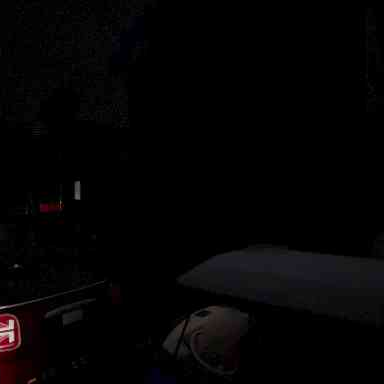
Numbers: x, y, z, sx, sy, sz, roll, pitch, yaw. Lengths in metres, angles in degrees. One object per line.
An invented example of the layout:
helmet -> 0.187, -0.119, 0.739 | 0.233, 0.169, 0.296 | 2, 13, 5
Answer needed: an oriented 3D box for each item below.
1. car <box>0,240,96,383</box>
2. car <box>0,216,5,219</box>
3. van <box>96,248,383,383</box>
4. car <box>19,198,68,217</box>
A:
car -> -2.935, 1.441, 4.908 | 4.097, 1.590, 1.967 | 0, 0, 35
car -> -15.986, 1.326, 23.781 | 2.097, 1.767, 4.553 | -1, 0, 35
van -> 1.494, 1.341, 1.753 | 3.998, 1.788, 1.690 | 0, 0, 35
car -> -14.211, 1.334, 31.391 | 2.097, 1.767, 4.553 | -1, 0, 35
